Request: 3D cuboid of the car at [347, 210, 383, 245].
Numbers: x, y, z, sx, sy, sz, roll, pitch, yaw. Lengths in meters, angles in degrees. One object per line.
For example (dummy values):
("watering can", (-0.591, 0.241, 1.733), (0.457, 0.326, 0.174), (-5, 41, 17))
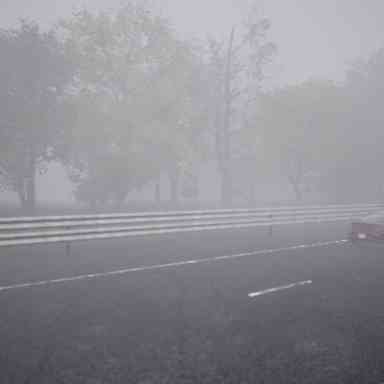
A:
("car", (8.410, 1.501, 13.951), (4.674, 1.442, 1.812), (0, 0, -33))
